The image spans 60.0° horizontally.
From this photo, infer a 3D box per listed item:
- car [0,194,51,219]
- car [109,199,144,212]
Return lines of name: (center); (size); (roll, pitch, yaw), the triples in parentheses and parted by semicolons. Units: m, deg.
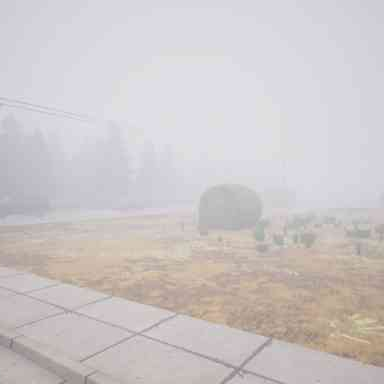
car: (-15.513, 1.248, 29.733); (2.150, 2.045, 5.566); (0, 0, 36)
car: (-7.800, 1.552, 40.158); (1.812, 1.442, 4.674); (0, 0, 36)
